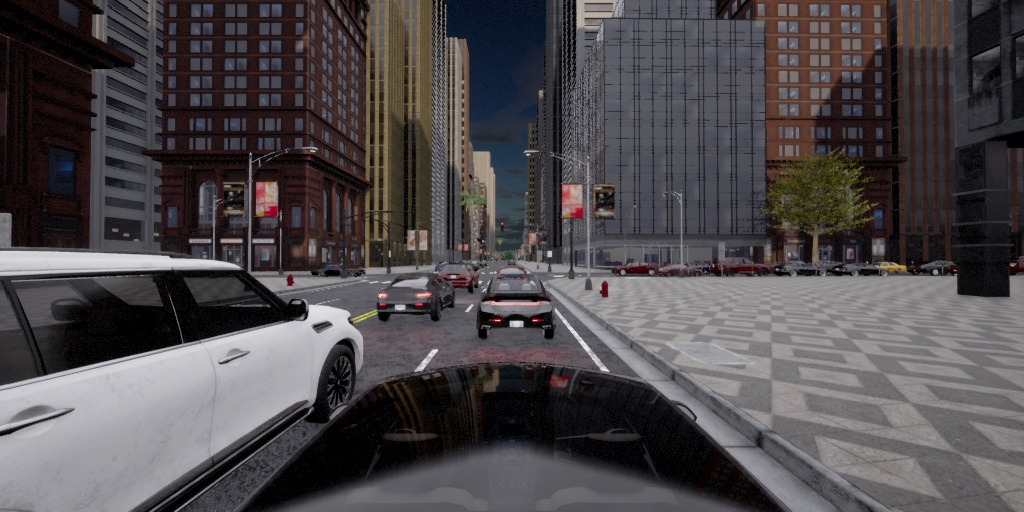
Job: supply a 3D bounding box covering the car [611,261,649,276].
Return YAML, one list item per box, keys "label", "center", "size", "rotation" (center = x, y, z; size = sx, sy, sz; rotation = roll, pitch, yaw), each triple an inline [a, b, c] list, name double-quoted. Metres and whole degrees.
- label: "car"
  center: [13.251, 1.299, 38.719]
  size: [5.008, 1.535, 1.882]
  rotation: [0, -1, -2]

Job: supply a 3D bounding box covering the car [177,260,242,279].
- label: "car"
  center: [-29.451, 1.309, 34.984]
  size: [4.553, 1.767, 2.097]
  rotation: [0, -1, 0]

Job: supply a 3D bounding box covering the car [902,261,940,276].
- label: "car"
  center: [42.839, 1.207, 36.031]
  size: [4.892, 1.490, 1.837]
  rotation: [0, -1, -1]

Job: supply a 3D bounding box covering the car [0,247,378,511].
- label: "car"
  center: [-3.155, 0.972, 2.635]
  size: [2.150, 2.045, 5.566]
  rotation: [0, 0, 0]

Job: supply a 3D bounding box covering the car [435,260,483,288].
- label: "car"
  center: [-3.158, 1.142, 21.394]
  size: [2.097, 1.767, 4.553]
  rotation: [0, 0, 0]

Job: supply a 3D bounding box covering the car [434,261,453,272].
- label: "car"
  center: [-9.859, 1.495, 51.950]
  size: [1.812, 1.442, 4.674]
  rotation: [0, 0, 0]

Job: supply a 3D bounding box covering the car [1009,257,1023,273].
- label: "car"
  center: [49.129, 0.974, 33.506]
  size: [5.009, 1.841, 2.192]
  rotation: [0, 0, -1]

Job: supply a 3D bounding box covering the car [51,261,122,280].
- label: "car"
  center: [-41.434, 1.364, 34.999]
  size: [4.553, 1.767, 2.097]
  rotation: [0, -1, 1]

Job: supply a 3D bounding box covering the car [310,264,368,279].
- label: "car"
  center: [-16.915, 1.503, 35.176]
  size: [4.718, 1.301, 1.895]
  rotation: [0, -1, -2]

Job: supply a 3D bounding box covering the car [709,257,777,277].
- label: "car"
  center: [20.941, 1.041, 33.056]
  size: [5.009, 1.841, 2.192]
  rotation: [0, 0, -1]

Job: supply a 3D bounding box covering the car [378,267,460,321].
- label: "car"
  center: [-3.155, 1.288, 12.414]
  size: [1.812, 1.442, 4.674]
  rotation: [0, 0, 0]

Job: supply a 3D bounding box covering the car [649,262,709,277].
- label: "car"
  center: [15.302, 1.328, 32.966]
  size: [4.207, 1.307, 1.802]
  rotation: [0, 0, -1]

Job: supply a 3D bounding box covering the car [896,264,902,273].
- label: "car"
  center: [43.191, 1.296, 41.936]
  size: [4.829, 1.417, 1.751]
  rotation: [0, 0, -1]

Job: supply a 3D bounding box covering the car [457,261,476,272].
- label: "car"
  center: [-6.619, 1.463, 52.227]
  size: [2.128, 1.511, 4.902]
  rotation: [0, 0, 0]

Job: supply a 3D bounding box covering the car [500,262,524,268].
- label: "car"
  center: [-0.008, 1.260, 19.603]
  size: [1.882, 1.535, 5.008]
  rotation: [0, 0, 0]

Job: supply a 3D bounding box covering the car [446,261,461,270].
- label: "car"
  center: [-9.853, 1.558, 60.873]
  size: [1.812, 1.442, 4.674]
  rotation: [0, 0, 0]

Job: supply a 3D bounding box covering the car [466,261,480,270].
- label: "car"
  center: [-6.602, 1.561, 61.326]
  size: [1.812, 1.442, 4.674]
  rotation: [0, 0, 0]

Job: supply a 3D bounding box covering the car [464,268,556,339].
- label: "car"
  center: [0.095, 1.248, 10.103]
  size: [2.128, 1.511, 4.902]
  rotation: [0, 0, 0]

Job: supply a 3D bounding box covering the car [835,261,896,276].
- label: "car"
  center: [32.215, 1.260, 33.236]
  size: [4.313, 1.339, 1.948]
  rotation: [0, 0, -1]

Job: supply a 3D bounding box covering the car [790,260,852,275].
- label: "car"
  center: [33.578, 1.251, 39.023]
  size: [4.902, 1.511, 2.128]
  rotation: [0, -1, -1]

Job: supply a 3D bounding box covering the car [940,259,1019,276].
- label: "car"
  center: [43.491, 1.214, 33.416]
  size: [4.507, 1.381, 1.888]
  rotation: [0, 0, -1]

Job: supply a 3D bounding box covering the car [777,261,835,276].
- label: "car"
  center: [26.578, 1.276, 33.146]
  size: [4.313, 1.339, 1.948]
  rotation: [0, 0, -1]

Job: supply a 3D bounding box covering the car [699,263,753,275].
- label: "car"
  center: [23.168, 1.389, 38.864]
  size: [4.718, 1.301, 1.895]
  rotation: [0, -1, -1]
